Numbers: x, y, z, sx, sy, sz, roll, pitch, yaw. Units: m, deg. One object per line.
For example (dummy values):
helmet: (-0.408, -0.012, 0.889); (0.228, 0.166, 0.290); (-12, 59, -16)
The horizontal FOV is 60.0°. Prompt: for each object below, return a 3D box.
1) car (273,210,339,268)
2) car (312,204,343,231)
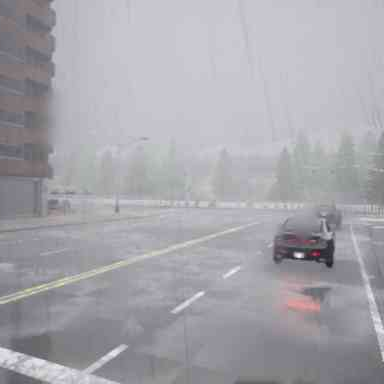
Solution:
car: (4.209, 1.652, 12.139); (1.837, 1.490, 4.892); (1, 0, 25)
car: (10.315, 1.672, 25.584); (2.097, 1.767, 4.553); (1, -1, 26)
